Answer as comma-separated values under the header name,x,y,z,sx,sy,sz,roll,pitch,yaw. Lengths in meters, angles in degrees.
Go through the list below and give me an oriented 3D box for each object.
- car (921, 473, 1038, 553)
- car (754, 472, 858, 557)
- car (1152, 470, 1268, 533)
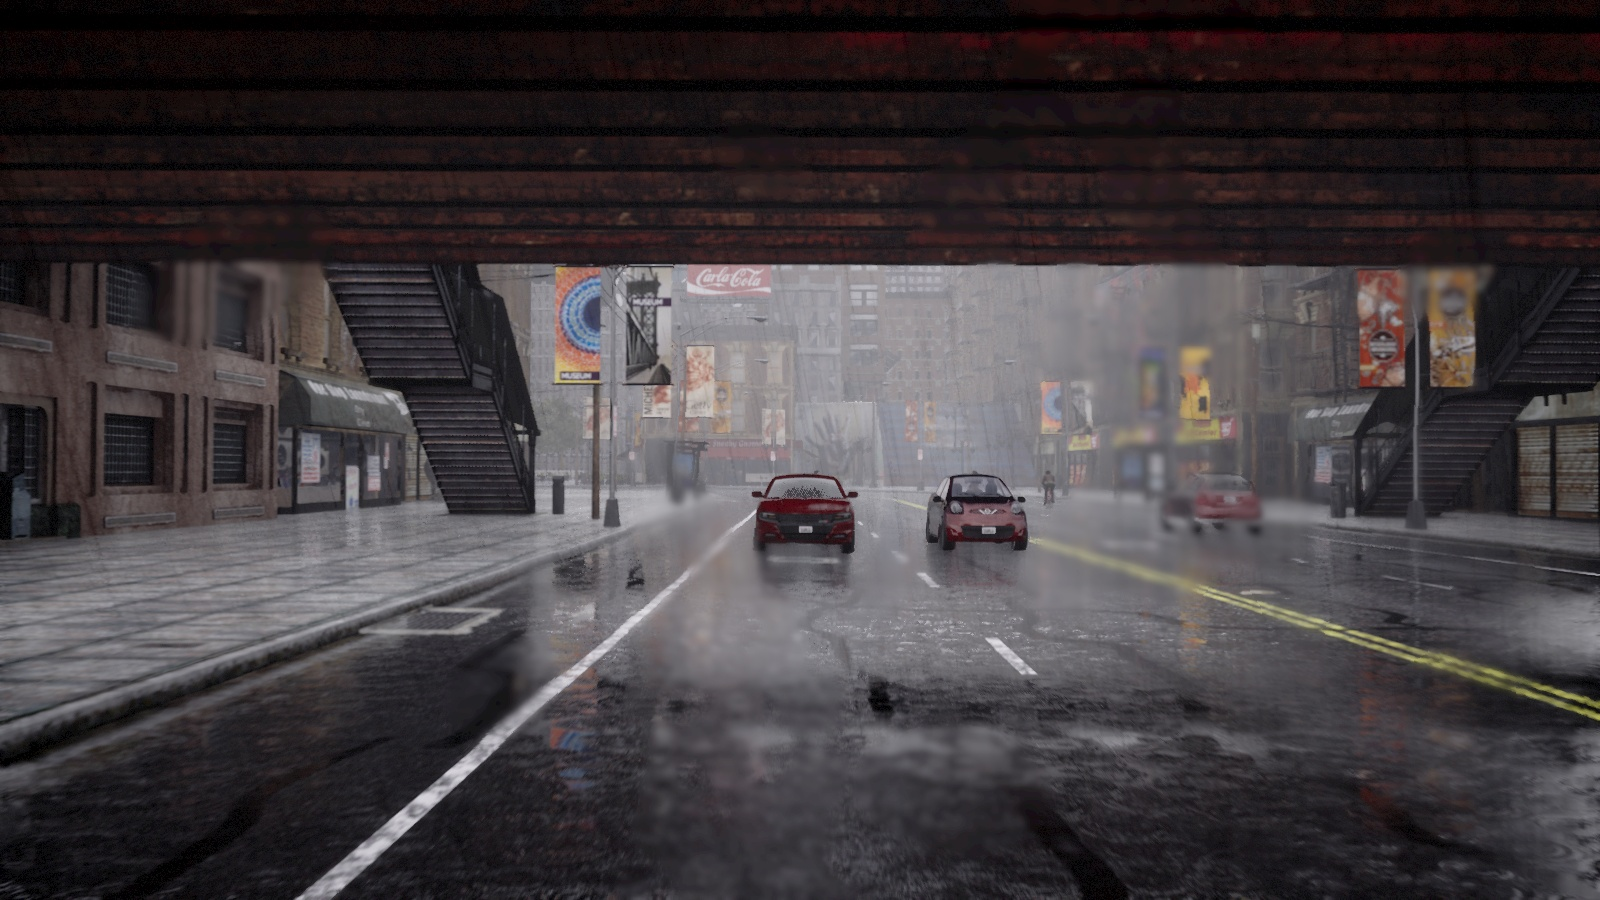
name,x,y,z,sx,sy,sz,roll,pitch,yaw
car,3.591,1.238,25.733,1.845,1.501,3.633,0,-1,0
car,0.098,1.209,25.327,1.882,1.535,5.008,0,-1,0
car,10.586,1.288,32.669,1.789,1.549,3.705,0,-1,0
